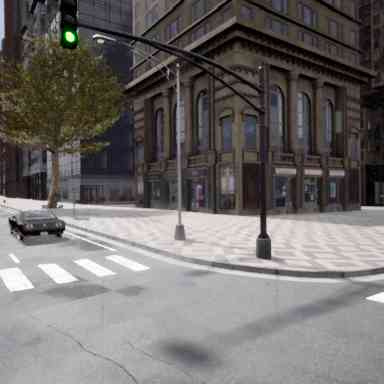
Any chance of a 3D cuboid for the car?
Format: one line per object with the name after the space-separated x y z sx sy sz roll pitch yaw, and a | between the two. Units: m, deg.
-7.888 1.556 16.644 1.895 1.301 4.718 -1 1 -35 | car
